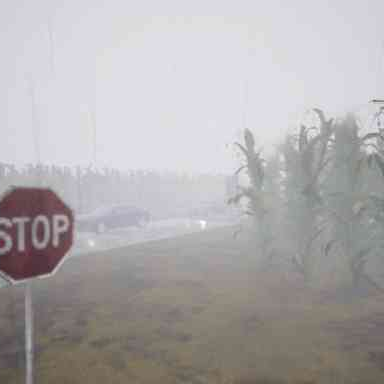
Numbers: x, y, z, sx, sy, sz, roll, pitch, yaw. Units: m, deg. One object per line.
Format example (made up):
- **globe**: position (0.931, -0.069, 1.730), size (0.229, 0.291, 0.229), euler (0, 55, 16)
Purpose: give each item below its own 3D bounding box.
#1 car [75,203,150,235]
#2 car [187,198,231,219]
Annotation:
- **car**: position (-4.554, 1.444, 19.167), size (1.882, 1.535, 5.008), euler (-1, 0, 35)
- **car**: position (1.473, 1.316, 27.619), size (1.837, 1.490, 4.892), euler (-1, 0, 35)
